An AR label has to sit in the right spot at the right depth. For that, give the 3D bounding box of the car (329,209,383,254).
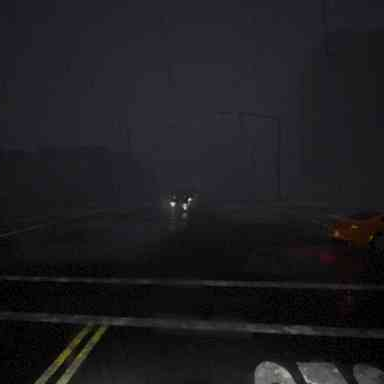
[{"bbox_3d":[7.833,1.393,12.804,5.008,1.535,1.882,0,0,-10],"label":"car"}]

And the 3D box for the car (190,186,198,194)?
[{"bbox_3d":[-0.516,0.028,60.681,2.033,1.411,5.357,0,2,3],"label":"car"}]

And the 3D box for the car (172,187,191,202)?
[{"bbox_3d":[-1.474,0.498,42.961,1.837,1.490,4.892,0,2,3],"label":"car"}]

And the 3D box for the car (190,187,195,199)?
[{"bbox_3d":[-0.991,0.294,52.048,1.994,1.385,4.181,0,2,3],"label":"car"}]

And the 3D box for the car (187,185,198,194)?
[{"bbox_3d":[0.167,-0.554,73.768,2.097,1.767,4.553,0,2,3],"label":"car"}]
